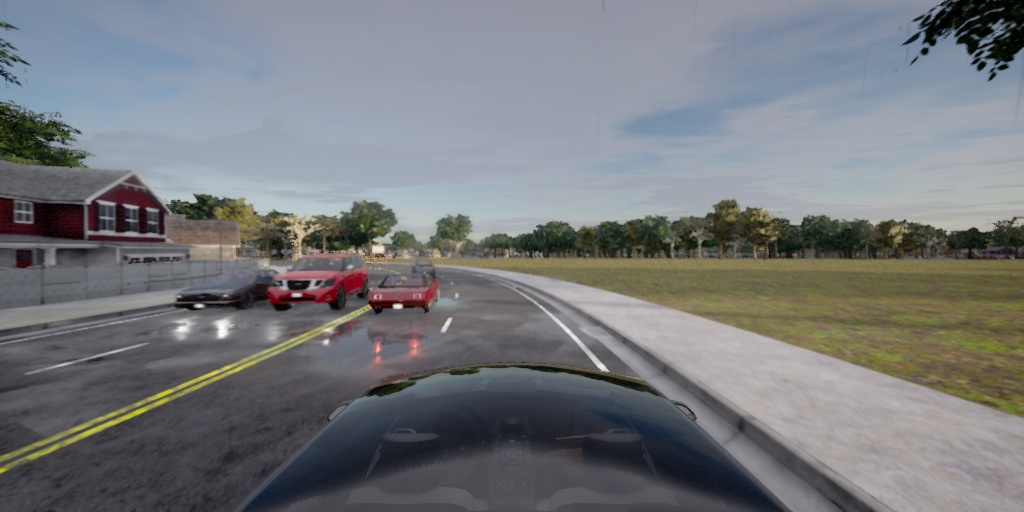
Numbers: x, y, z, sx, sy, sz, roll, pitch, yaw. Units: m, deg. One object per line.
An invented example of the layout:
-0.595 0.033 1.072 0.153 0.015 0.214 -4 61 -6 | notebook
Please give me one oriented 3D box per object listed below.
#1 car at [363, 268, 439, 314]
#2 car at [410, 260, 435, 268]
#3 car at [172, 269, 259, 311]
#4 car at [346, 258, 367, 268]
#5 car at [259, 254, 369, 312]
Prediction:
-3.842 1.296 13.524 1.895 1.301 4.718 0 0 -6 | car
-7.698 1.092 30.975 2.128 1.511 4.902 0 0 -17 | car
-10.648 1.250 14.468 2.033 1.411 5.357 0 0 -7 | car
-23.515 1.065 54.006 1.994 1.385 4.181 -1 1 -36 | car
-7.417 0.918 14.484 2.150 2.045 5.566 0 0 -8 | car
